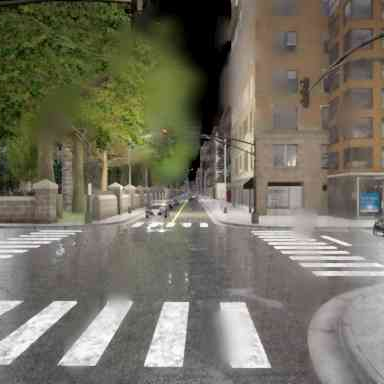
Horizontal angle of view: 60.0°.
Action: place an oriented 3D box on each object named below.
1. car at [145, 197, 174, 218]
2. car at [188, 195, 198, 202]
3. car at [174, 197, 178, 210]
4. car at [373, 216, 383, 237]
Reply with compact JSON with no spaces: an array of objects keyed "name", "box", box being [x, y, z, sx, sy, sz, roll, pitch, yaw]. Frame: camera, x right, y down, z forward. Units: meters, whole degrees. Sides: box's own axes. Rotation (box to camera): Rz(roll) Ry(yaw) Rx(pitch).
[{"name":"car","box":[-3.007,1.472,29.740,2.128,1.511,4.902,0,0,0]},{"name":"car","box":[0.227,1.424,70.695,1.812,1.442,4.674,0,0,0]},{"name":"car","box":[-2.994,1.562,39.823,1.895,1.301,4.718,0,0,0]},{"name":"car","box":[11.009,1.366,15.502,4.553,1.767,2.097,0,0,1]}]
